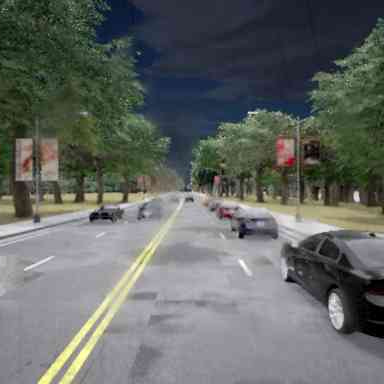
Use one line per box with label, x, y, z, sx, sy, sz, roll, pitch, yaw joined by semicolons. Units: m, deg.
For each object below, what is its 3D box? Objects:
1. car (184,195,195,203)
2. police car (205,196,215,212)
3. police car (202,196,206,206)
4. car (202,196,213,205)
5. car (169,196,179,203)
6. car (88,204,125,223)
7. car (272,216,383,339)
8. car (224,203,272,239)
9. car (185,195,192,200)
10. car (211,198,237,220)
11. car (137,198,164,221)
car;-0.530;1.487;71.004;1.837;1.490;4.892;0;0;-1
police car;3.074;1.575;39.835;2.038;1.542;4.974;0;0;0
police car;2.970;1.570;50.845;2.038;1.542;4.974;0;0;-1
car;2.842;1.532;61.855;1.882;1.535;5.008;0;0;-1
car;-3.769;1.583;70.021;1.994;1.385;4.181;0;0;-1
car;-6.685;1.664;26.394;1.895;1.301;4.718;0;0;0
car;3.242;1.498;6.801;1.882;1.535;5.008;0;0;0
car;3.210;1.551;17.842;2.163;1.488;4.792;0;0;0
car;-0.871;1.426;91.786;1.895;1.301;4.718;0;0;-1
car;3.154;1.568;28.854;2.163;1.488;4.792;0;0;0
car;-3.441;1.556;28.038;2.128;1.511;4.902;0;0;0
